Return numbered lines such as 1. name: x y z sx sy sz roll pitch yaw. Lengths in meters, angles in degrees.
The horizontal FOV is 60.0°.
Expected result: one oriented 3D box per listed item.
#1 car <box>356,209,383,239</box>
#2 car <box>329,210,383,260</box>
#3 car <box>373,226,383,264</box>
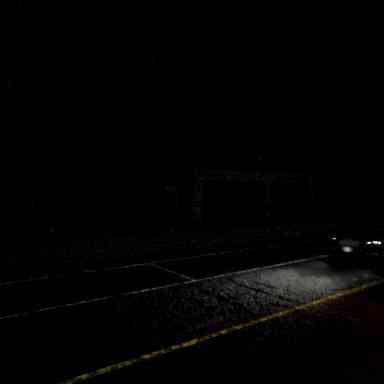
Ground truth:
1. car: 10.616 1.582 17.470 4.206 1.307 1.802 0 0 -35
2. car: 6.741 1.491 11.587 4.902 1.511 2.128 0 0 -35
3. car: 6.337 1.525 7.683 4.674 1.442 1.812 0 0 -35
